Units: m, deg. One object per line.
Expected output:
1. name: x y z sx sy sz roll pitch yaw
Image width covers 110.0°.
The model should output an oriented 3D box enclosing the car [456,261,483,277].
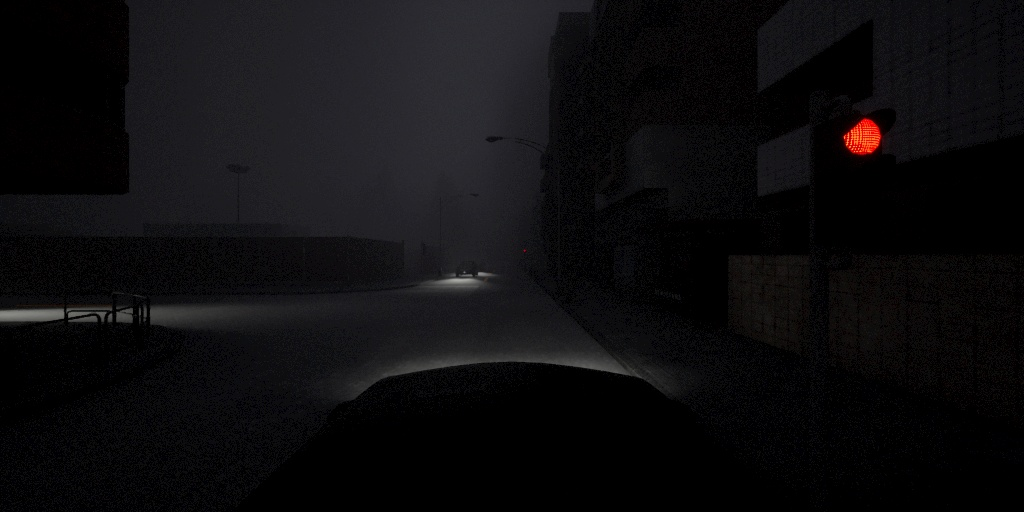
1. car: -4.419 1.241 35.679 2.128 1.511 4.902 0 0 0

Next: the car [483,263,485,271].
1. car: -4.488 1.351 46.082 1.895 1.301 4.718 0 0 0
